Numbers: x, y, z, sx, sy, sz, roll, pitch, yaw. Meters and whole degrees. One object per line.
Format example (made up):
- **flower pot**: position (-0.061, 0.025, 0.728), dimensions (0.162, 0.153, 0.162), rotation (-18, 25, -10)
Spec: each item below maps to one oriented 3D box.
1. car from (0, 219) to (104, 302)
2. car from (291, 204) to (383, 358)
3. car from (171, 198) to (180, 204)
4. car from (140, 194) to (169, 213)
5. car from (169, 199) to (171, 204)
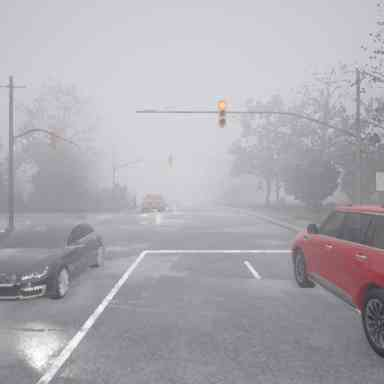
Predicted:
- **car**: position (-3.613, 1.505, 8.472), dimensions (1.837, 1.490, 4.892), rotation (0, 0, 0)
- **car**: position (3.591, 1.221, 6.091), dimensions (2.150, 2.045, 5.566), rotation (0, 0, 0)
- **car**: position (-4.636, 2.316, 83.215), dimensions (1.882, 1.535, 5.008), rotation (0, -1, -22)
- **car**: position (-4.317, 1.249, 37.871), dimensions (2.150, 2.045, 5.566), rotation (0, 0, 3)
- **car**: position (-4.740, 1.541, 51.447), dimensions (2.097, 1.767, 4.553), rotation (0, -1, -6)
